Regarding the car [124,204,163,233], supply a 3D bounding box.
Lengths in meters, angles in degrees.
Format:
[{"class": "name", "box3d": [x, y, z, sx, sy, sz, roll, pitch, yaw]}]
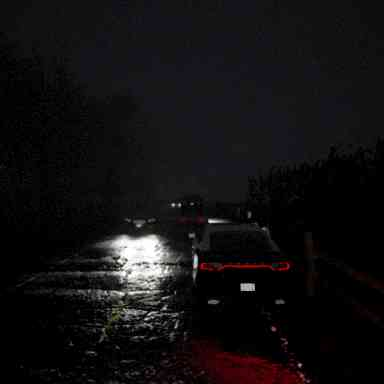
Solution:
[{"class": "car", "box3d": [-2.783, 1.487, 19.844, 2.128, 1.511, 4.902, 0, 0, 0]}]

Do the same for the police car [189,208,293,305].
[{"class": "police car", "box3d": [0.948, 1.423, 8.268, 1.930, 1.638, 5.238, 0, 0, 0]}]

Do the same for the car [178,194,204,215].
[{"class": "car", "box3d": [0.009, 1.216, 33.871, 2.150, 2.045, 5.566, 0, 0, 0]}]

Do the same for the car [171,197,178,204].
[{"class": "car", "box3d": [-2.850, 1.558, 62.573, 1.994, 1.385, 4.181, 0, 0, 0]}]
